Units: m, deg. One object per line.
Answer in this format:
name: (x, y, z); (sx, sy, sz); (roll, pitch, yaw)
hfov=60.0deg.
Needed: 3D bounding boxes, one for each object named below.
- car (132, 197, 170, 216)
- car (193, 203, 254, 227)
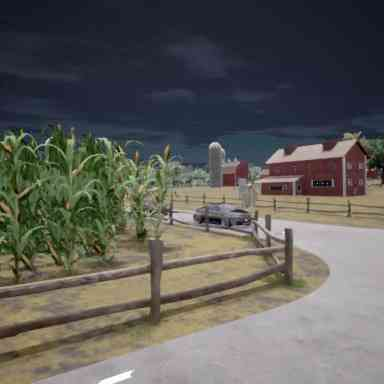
car: (-3.585, 1.212, 28.486); (1.837, 1.490, 4.892); (-2, 2, -36)
car: (1.922, 1.395, 20.769); (1.994, 1.385, 4.181); (-2, 2, -38)
